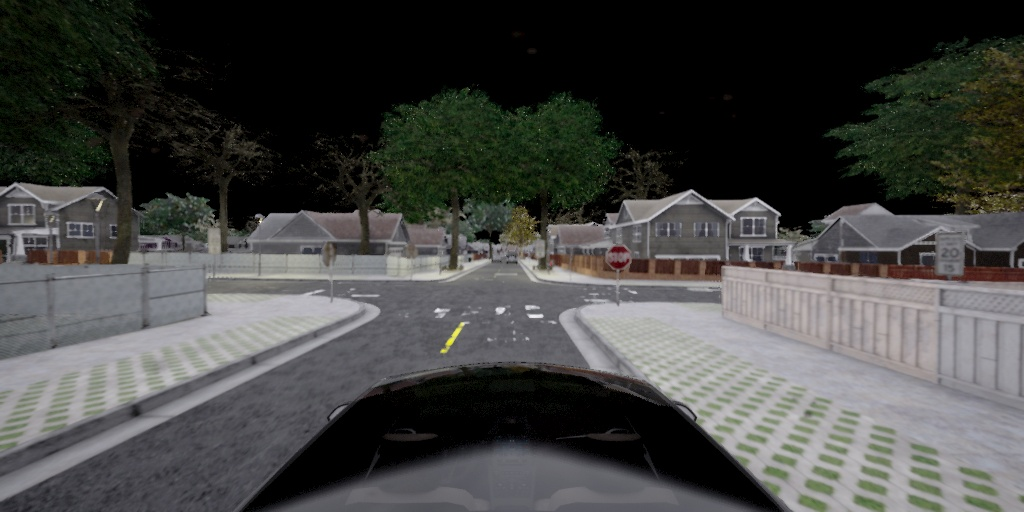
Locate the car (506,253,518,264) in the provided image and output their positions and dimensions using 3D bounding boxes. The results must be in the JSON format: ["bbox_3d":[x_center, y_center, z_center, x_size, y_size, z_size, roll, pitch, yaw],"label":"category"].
[{"bbox_3d":[-0.026,0.693,61.510,1.994,1.385,4.181,0,1,0],"label":"car"}]
